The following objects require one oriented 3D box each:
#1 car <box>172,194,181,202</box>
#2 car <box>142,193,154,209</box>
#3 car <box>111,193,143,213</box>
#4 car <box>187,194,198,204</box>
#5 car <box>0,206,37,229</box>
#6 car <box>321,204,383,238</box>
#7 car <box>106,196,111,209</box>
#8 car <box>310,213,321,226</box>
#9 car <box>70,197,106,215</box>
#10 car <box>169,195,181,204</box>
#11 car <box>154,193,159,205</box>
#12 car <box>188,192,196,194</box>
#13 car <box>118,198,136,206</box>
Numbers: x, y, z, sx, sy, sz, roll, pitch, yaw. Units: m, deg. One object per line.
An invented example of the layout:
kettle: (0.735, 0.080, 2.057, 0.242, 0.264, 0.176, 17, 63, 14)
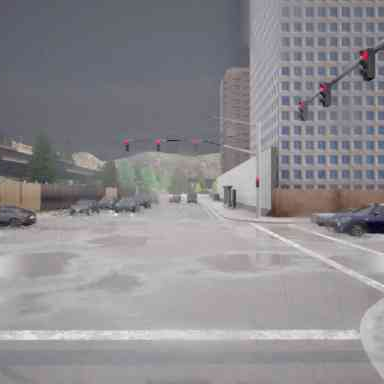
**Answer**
car: (-3.461, 1.296, 74.481, 1.882, 1.535, 5.008, 0, 0, 0)
car: (-7.059, 1.215, 46.233, 2.150, 2.045, 5.566, 0, 0, 0)
car: (-7.068, 1.347, 36.797, 2.097, 1.767, 4.553, 0, 0, 0)
car: (0.034, 1.592, 64.285, 1.895, 1.301, 4.718, 0, 0, 0)
car: (-12.167, 1.581, 21.148, 4.181, 1.385, 1.994, 0, 0, 0)
car: (9.675, 1.405, 17.684, 4.553, 1.767, 2.097, 0, 0, 0)
car: (-10.569, 1.346, 42.148, 2.097, 1.767, 4.553, 0, 0, 0)
car: (10.123, 1.653, 21.236, 4.718, 1.301, 1.895, 0, 0, 2)
car: (-10.585, 1.487, 33.251, 2.128, 1.511, 4.902, 0, 0, 1)
car: (-3.466, 1.592, 64.288, 1.895, 1.301, 4.718, 0, 0, 0)
car: (-7.026, 1.216, 58.424, 2.150, 2.045, 5.566, 0, 0, 0)
car: (0.039, 1.043, 74.508, 2.150, 2.045, 5.566, 0, 0, 0)
car: (-10.551, 1.594, 54.245, 1.895, 1.301, 4.718, 0, 0, 0)
